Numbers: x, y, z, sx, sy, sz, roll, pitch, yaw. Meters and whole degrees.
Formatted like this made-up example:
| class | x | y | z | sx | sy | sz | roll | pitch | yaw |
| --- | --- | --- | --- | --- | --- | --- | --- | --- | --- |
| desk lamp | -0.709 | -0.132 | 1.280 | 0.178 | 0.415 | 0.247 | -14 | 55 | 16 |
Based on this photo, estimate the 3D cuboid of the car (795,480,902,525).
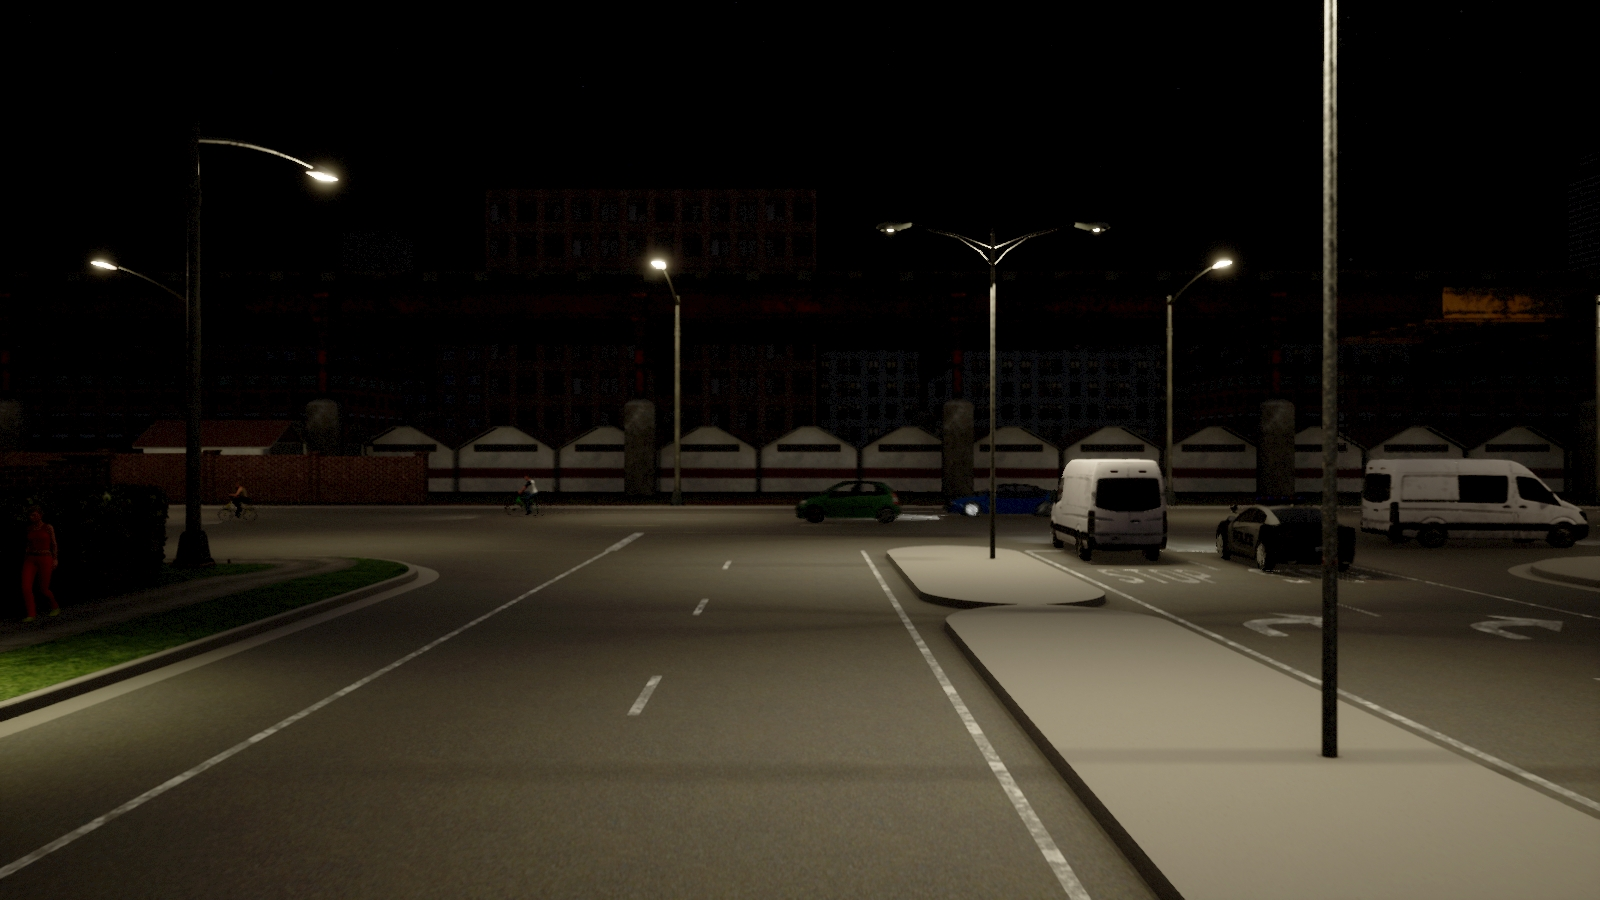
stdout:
| class | x | y | z | sx | sy | sz | roll | pitch | yaw |
| --- | --- | --- | --- | --- | --- | --- | --- | --- | --- |
| car | 1.827 | 1.994 | 43.849 | 3.988 | 1.617 | 1.851 | 0 | 0 | 0 |

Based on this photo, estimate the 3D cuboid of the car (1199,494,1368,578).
| class | x | y | z | sx | sy | sz | roll | pitch | yaw |
| --- | --- | --- | --- | --- | --- | --- | --- | --- | --- |
| car | 11.516 | 1.981 | 27.669 | 2.097 | 1.638 | 5.238 | 0 | 0 | 3 |

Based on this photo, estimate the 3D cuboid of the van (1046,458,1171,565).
| class | x | y | z | sx | sy | sz | roll | pitch | yaw |
| --- | --- | --- | --- | --- | --- | --- | --- | --- | --- |
| van | 8.185 | 1.532 | 30.897 | 1.988 | 2.561 | 5.915 | 0 | 0 | 2 |

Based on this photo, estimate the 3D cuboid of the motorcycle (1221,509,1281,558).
| class | x | y | z | sx | sy | sz | roll | pitch | yaw |
| --- | --- | --- | --- | --- | --- | --- | --- | --- | --- |
| motorcycle | 11.991 | 2.211 | 30.454 | 0.803 | 1.145 | 2.033 | 0 | 0 | 0 |

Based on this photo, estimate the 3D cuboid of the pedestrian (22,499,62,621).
| class | x | y | z | sx | sy | sz | roll | pitch | yaw |
| --- | --- | --- | --- | --- | --- | --- | --- | --- | --- |
| pedestrian | -11.733 | 1.691 | 17.686 | 0.375 | 1.860 | 0.375 | 0 | 0 | 0 |

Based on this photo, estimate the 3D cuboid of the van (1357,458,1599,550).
| class | x | y | z | sx | sy | sz | roll | pitch | yaw |
| --- | --- | --- | --- | --- | --- | --- | --- | --- | --- |
| van | 19.665 | 1.534 | 33.295 | 5.915 | 2.561 | 1.988 | 0 | 0 | 0 |
